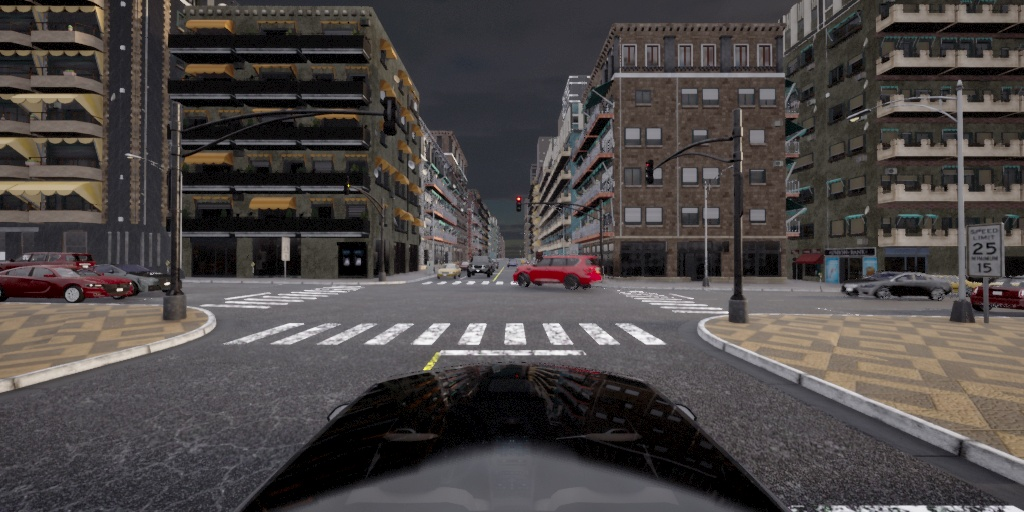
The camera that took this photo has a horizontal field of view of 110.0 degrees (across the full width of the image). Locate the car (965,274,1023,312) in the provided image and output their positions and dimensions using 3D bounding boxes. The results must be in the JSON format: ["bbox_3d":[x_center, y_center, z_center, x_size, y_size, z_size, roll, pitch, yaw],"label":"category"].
[{"bbox_3d":[20.847,1.501,13.968,4.097,1.591,1.967,0,0,0],"label":"car"}]

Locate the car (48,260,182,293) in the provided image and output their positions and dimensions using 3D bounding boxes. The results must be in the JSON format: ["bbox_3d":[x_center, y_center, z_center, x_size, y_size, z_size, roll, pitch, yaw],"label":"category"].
[{"bbox_3d":[-17.663,1.050,16.275,4.181,1.385,1.994,1,-1,-1],"label":"car"}]

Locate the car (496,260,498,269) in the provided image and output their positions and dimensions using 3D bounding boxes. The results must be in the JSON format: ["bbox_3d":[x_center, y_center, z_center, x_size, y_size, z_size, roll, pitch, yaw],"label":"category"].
[{"bbox_3d":[-3.056,1.266,45.260,1.837,1.490,4.892,0,0,0],"label":"car"}]

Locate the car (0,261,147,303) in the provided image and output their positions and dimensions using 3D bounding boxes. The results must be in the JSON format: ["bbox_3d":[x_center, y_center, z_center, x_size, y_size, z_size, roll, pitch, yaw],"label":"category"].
[{"bbox_3d":[-17.251,1.012,13.684,4.507,1.381,1.888,0,0,0],"label":"car"}]

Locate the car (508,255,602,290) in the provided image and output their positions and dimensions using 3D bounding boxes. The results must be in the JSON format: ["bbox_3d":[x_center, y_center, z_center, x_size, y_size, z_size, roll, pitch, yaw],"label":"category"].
[{"bbox_3d":[2.773,0.978,22.340,5.566,2.045,2.150,0,1,35],"label":"car"}]

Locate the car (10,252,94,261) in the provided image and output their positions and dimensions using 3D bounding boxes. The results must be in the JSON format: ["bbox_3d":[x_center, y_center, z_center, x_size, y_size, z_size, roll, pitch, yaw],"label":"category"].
[{"bbox_3d":[-28.626,0.687,21.989,5.009,1.841,2.192,0,0,0],"label":"car"}]

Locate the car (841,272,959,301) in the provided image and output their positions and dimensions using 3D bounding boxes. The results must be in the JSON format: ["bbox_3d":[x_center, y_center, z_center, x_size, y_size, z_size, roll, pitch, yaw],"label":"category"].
[{"bbox_3d":[21.021,1.612,19.732,4.902,1.511,2.128,1,-1,0],"label":"car"}]

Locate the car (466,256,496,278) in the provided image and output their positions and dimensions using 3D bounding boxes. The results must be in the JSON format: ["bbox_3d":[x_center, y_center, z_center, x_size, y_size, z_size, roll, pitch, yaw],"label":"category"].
[{"bbox_3d":[-3.067,0.980,35.221,2.150,2.045,5.566,0,0,0],"label":"car"}]

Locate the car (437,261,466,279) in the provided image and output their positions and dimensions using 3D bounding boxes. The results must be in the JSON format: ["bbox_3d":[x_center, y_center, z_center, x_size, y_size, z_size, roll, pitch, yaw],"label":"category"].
[{"bbox_3d":[-5.659,1.283,32.645,1.751,1.417,4.829,0,0,0],"label":"car"}]
